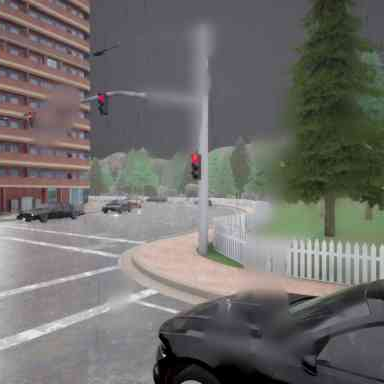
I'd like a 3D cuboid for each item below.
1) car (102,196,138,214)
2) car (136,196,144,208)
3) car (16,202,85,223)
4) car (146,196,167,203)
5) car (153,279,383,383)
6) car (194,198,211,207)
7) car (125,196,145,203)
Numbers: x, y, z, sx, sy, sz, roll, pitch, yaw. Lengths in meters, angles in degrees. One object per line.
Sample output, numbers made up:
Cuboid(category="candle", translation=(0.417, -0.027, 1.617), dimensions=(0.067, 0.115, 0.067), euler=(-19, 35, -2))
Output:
Cuboid(category="car", translation=(-7.797, 1.492, 35.386), dimensions=(2.033, 1.411, 5.357), euler=(0, 0, 7))
Cuboid(category="car", translation=(-8.096, 1.296, 45.682), dimensions=(2.097, 1.767, 4.553), euler=(0, 0, -11))
Cuboid(category="car", translation=(-10.616, 1.492, 25.567), dimensions=(2.033, 1.411, 5.357), euler=(0, 0, 24))
Cuboid(category="car", translation=(-7.498, 1.491, 69.279), dimensions=(2.033, 1.411, 5.357), euler=(0, 0, -42))
Cuboid(category="car", translation=(1.899, 1.478, 2.635), dimensions=(5.008, 1.535, 1.882), euler=(0, 0, 36))
Cuboid(category="car", translation=(1.656, 1.470, 51.175), dimensions=(1.812, 1.442, 4.674), euler=(0, 0, -13))
Cuboid(category="car", translation=(-11.783, 1.470, 68.722), dimensions=(4.674, 1.442, 1.812), euler=(0, 0, 44))
